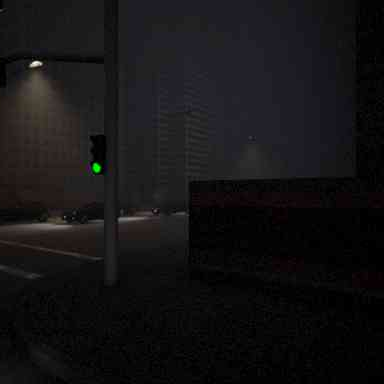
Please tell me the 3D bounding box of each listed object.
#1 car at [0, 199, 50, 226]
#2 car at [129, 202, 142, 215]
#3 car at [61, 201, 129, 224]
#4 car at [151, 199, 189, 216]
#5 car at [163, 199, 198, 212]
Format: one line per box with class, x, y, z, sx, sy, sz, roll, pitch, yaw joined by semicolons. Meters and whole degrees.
car;-12.699;1.352;23.818;2.097;1.767;4.553;0;0;36
car;-7.159;1.547;31.503;2.033;1.411;5.357;0;0;36
car;-7.437;1.505;25.146;1.837;1.490;4.892;0;0;36
car;-1.936;1.491;32.742;2.128;1.511;4.902;0;0;36
car;-1.359;1.564;39.496;1.994;1.385;4.181;0;0;36
